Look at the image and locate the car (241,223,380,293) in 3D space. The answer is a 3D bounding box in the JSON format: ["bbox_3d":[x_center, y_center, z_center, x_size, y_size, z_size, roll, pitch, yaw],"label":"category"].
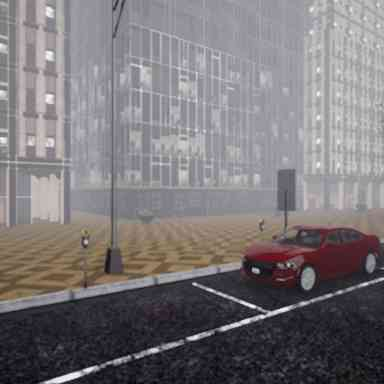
[{"bbox_3d":[3.282,1.552,8.907,4.507,1.381,1.887,0,0,-36],"label":"car"}]
